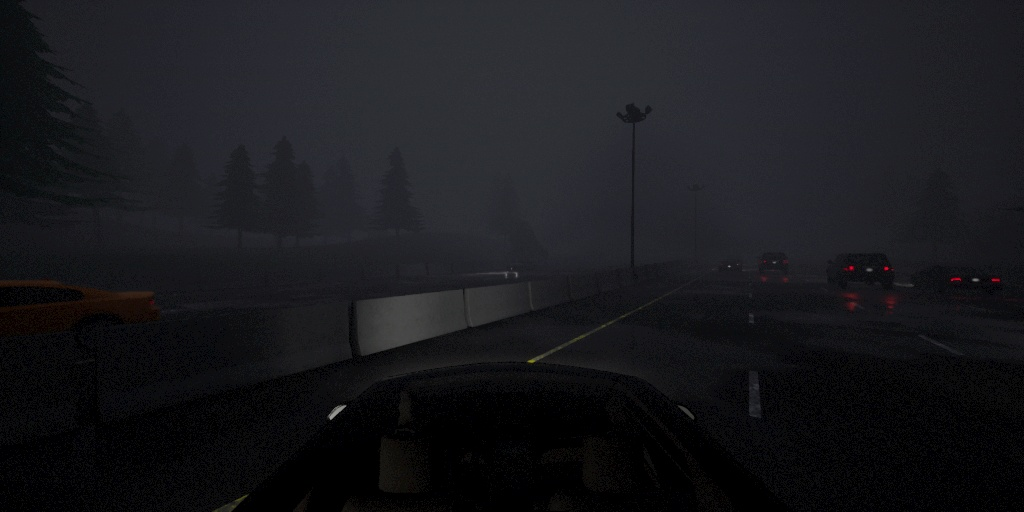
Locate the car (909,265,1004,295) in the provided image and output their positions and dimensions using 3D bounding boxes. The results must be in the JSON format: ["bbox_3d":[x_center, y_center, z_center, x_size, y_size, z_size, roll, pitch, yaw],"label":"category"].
[{"bbox_3d":[23.205,1.159,18.958,2.033,1.411,5.357,0,1,33],"label":"car"}]

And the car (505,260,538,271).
[{"bbox_3d":[1.161,1.092,42.923,1.895,1.301,4.718,0,1,33],"label":"car"}]

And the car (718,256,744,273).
[{"bbox_3d":[22.421,0.956,36.829,1.994,1.385,4.181,0,1,34],"label":"car"}]

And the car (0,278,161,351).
[{"bbox_3d":[-10.207,1.219,6.829,1.882,1.535,5.008,0,0,33],"label":"car"}]

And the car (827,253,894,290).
[{"bbox_3d":[20.687,0.821,21.496,2.150,2.045,5.566,0,0,33],"label":"car"}]

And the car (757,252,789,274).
[{"bbox_3d":[24.957,0.628,34.316,2.150,2.045,5.566,0,1,33],"label":"car"}]
